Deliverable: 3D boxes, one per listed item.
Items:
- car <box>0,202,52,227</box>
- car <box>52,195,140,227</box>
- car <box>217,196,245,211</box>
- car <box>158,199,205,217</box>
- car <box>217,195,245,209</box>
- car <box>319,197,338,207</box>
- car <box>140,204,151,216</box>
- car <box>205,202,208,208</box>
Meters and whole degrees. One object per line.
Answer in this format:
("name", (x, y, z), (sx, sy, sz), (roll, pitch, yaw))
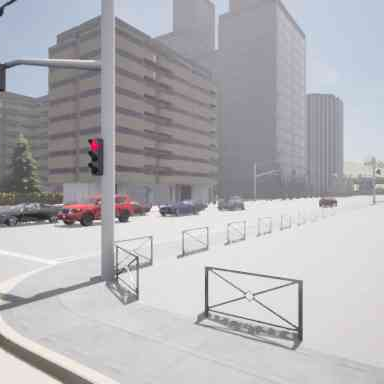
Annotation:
("car", (-11.281, 1.490, 22.970), (2.128, 1.511, 4.902), (0, 0, 35))
("car", (-6.618, 1.220, 23.569), (2.150, 2.045, 5.566), (0, 0, 35))
("car", (4.801, 1.524, 40.115), (1.812, 1.442, 4.674), (0, 0, 35))
("car", (-1.075, 1.600, 31.614), (1.895, 1.301, 4.718), (0, 0, 35))
("car", (5.633, 1.351, 47.440), (2.097, 1.767, 4.553), (0, 0, 35))
("car", (20.802, 1.477, 50.701), (1.882, 1.535, 5.008), (0, 0, 35))
("car", (-6.022, 1.599, 30.602), (1.895, 1.301, 4.718), (0, 0, 35))
("car", (-0.147, 1.546, 39.119), (2.033, 1.411, 5.357), (0, 0, 35))
